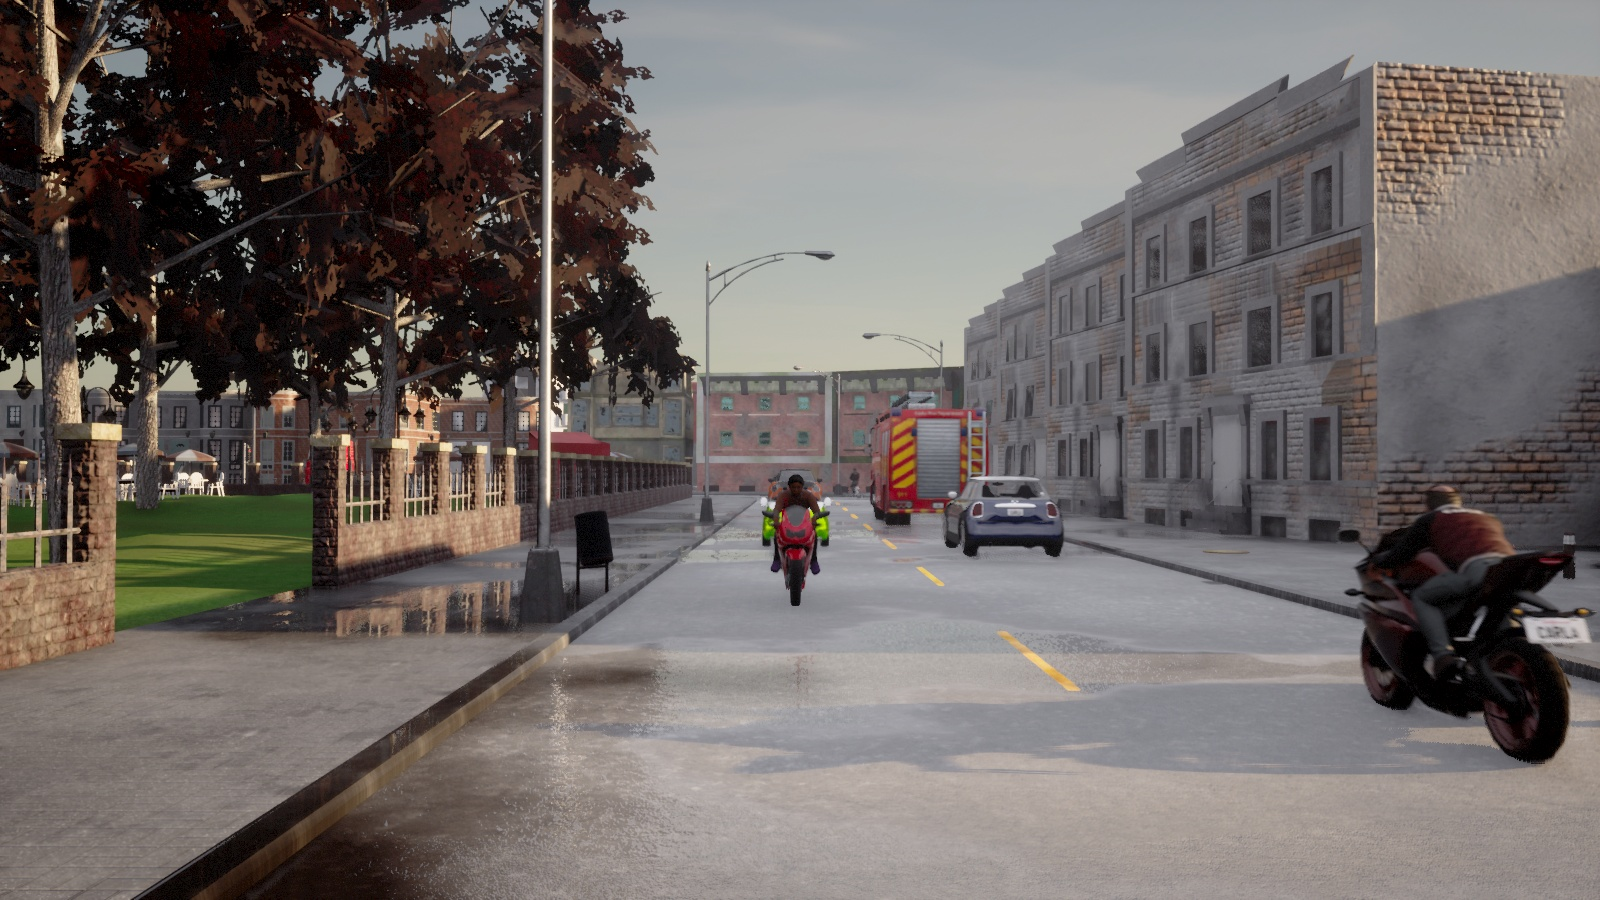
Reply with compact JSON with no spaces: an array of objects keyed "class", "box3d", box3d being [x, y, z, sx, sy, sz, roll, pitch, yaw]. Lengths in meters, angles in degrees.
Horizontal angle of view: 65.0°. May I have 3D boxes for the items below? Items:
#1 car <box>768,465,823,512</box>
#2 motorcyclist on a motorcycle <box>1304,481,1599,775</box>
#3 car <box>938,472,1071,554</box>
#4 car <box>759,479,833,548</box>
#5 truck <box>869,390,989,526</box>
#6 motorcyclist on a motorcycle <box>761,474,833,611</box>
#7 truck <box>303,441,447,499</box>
[{"class":"car","box3d":[-0.173,1.514,50.190,2.097,1.767,4.553,0,-1,0]},{"class":"motorcyclist on a motorcycle","box3d":[3.979,0.963,7.712,0.866,1.530,2.191,0,-1,0]},{"class":"car","box3d":[3.929,1.179,24.743,1.970,1.475,3.806,0,-1,0]},{"class":"car","box3d":[-0.077,1.311,26.369,1.481,1.376,2.207,0,-1,0]},{"class":"truck","box3d":[3.865,0.298,39.613,2.891,3.827,8.468,0,-1,0]},{"class":"motorcyclist on a motorcycle","box3d":[-0.041,1.049,15.063,0.797,1.523,2.044,0,-1,0]},{"class":"truck","box3d":[-26.336,1.246,78.091,7.936,3.462,2.891,0,-1,0]}]
